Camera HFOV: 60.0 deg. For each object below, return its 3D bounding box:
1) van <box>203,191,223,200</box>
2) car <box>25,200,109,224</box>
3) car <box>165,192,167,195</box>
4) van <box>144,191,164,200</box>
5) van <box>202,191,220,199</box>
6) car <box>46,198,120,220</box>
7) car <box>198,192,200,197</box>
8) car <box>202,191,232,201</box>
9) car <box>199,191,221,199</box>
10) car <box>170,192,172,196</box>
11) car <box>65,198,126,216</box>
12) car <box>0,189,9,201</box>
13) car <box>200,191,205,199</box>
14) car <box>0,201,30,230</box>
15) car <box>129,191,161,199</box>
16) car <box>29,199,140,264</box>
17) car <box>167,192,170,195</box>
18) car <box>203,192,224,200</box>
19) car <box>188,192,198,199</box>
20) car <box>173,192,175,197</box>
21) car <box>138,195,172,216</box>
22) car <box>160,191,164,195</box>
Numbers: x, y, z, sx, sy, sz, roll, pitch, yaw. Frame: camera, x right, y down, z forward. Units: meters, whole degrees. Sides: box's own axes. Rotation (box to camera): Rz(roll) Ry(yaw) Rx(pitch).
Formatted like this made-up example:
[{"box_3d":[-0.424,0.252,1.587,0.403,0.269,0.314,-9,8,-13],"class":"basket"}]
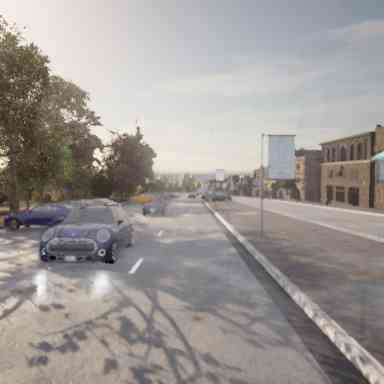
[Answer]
[{"box_3d":[4.877,0.810,77.015,4.442,1.987,1.878,0,0,0],"class":"van"},{"box_3d":[-8.322,1.311,22.533,4.892,1.521,2.231,0,0,0],"class":"car"},{"box_3d":[-8.283,0.902,71.363,4.553,1.767,2.185,0,0,0],"class":"car"},{"box_3d":[-8.433,0.804,74.143,4.442,1.987,1.878,0,0,0],"class":"van"},{"box_3d":[4.637,0.821,82.621,4.442,1.987,1.878,0,0,0],"class":"van"},{"box_3d":[-8.332,1.286,25.806,5.008,1.535,2.097,0,0,0],"class":"car"},{"box_3d":[4.737,0.776,71.410,5.566,2.045,2.435,0,0,0],"class":"car"},{"box_3d":[4.772,1.044,60.199,4.892,1.521,2.231,0,0,0],"class":"car"},{"box_3d":[4.715,0.808,88.229,5.566,2.045,2.435,0,0,0],"class":"car"},{"box_3d":[-8.325,1.054,85.287,5.008,1.535,2.097,0,0,0],"class":"car"},{"box_3d":[-8.323,1.302,28.955,4.674,1.452,2.002,0,0,0],"class":"car"},{"box_3d":[-26.264,0.546,42.270,5.566,2.045,2.150,1,3,0],"class":"car"},{"box_3d":[4.738,0.782,63.000,5.566,2.045,2.435,0,0,0],"class":"car"},{"box_3d":[-8.325,1.375,19.257,4.674,1.452,2.002,0,0,0],"class":"car"},{"box_3d":[-8.309,1.055,57.439,5.008,1.535,2.097,0,0,0],"class":"car"},{"box_3d":[-3.321,1.244,11.369,2.097,1.767,4.553,1,0,0],"class":"car"},{"box_3d":[-8.320,1.082,79.715,4.674,1.452,2.002,0,0,0],"class":"car"},{"box_3d":[4.795,0.904,74.211,4.553,1.767,2.185,0,0,0],"class":"car"},{"box_3d":[0.002,1.076,86.544,1.837,1.490,4.892,0,0,0],"class":"car"},{"box_3d":[-8.317,0.822,93.640,5.566,2.045,2.435,0,0,0],"class":"car"},{"box_3d":[-3.240,1.308,29.856,2.128,1.511,4.902,0,0,0],"class":"car"},{"box_3d":[-8.318,1.033,63.007,5.008,1.535,2.097,0,0,0],"class":"car"}]
